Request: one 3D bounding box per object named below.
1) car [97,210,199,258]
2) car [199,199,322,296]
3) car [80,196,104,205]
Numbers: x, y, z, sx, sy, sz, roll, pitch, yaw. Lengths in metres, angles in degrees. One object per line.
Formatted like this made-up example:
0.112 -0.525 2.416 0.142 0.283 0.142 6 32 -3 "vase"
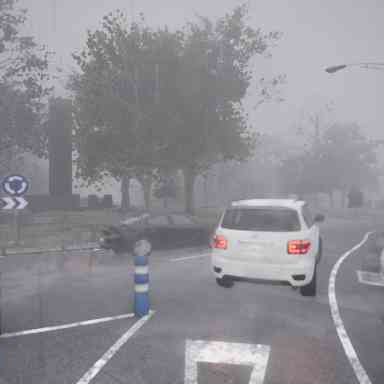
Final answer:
-0.970 1.414 12.440 5.008 1.535 1.882 0 1 -35 "car"
2.232 1.185 8.933 2.150 2.045 5.566 0 0 22 "car"
-14.530 1.229 46.865 4.181 1.385 1.994 0 0 -3 "car"
